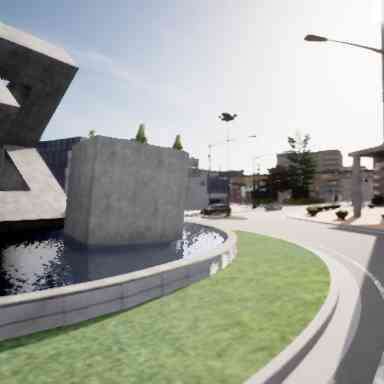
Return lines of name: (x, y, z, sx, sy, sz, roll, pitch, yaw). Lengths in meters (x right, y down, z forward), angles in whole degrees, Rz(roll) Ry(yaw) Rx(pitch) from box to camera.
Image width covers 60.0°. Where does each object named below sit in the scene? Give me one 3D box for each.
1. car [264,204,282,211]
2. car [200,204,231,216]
car: (14.311, 2.701, 58.543, 1.895, 1.301, 4.718, -1, -1, 32)
car: (3.154, 2.370, 43.306, 1.837, 1.490, 4.892, -1, -1, 45)
